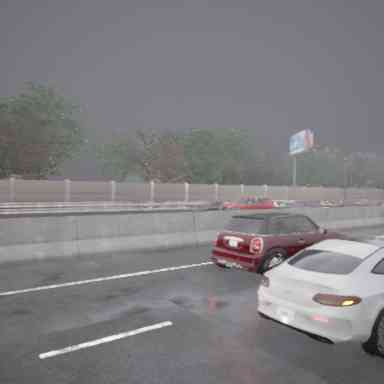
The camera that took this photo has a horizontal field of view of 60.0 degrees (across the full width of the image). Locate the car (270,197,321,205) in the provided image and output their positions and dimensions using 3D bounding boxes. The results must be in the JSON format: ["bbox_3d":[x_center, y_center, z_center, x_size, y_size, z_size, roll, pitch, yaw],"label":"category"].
[{"bbox_3d":[9.045,1.508,27.635,4.553,1.767,2.097,0,0,-35],"label":"car"}]

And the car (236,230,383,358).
[{"bbox_3d":[3.194,1.564,6.024,4.674,1.442,1.812,1,0,-35],"label":"car"}]

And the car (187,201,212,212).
[{"bbox_3d":[1.788,1.635,31.059,4.892,1.490,1.837,1,-1,-35],"label":"car"}]

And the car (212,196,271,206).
[{"bbox_3d":[4.839,1.361,28.935,5.566,2.045,2.150,1,0,-35],"label":"car"}]

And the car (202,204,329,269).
[{"bbox_3d":[2.821,1.403,10.056,4.553,1.767,2.097,0,0,-36],"label":"car"}]
